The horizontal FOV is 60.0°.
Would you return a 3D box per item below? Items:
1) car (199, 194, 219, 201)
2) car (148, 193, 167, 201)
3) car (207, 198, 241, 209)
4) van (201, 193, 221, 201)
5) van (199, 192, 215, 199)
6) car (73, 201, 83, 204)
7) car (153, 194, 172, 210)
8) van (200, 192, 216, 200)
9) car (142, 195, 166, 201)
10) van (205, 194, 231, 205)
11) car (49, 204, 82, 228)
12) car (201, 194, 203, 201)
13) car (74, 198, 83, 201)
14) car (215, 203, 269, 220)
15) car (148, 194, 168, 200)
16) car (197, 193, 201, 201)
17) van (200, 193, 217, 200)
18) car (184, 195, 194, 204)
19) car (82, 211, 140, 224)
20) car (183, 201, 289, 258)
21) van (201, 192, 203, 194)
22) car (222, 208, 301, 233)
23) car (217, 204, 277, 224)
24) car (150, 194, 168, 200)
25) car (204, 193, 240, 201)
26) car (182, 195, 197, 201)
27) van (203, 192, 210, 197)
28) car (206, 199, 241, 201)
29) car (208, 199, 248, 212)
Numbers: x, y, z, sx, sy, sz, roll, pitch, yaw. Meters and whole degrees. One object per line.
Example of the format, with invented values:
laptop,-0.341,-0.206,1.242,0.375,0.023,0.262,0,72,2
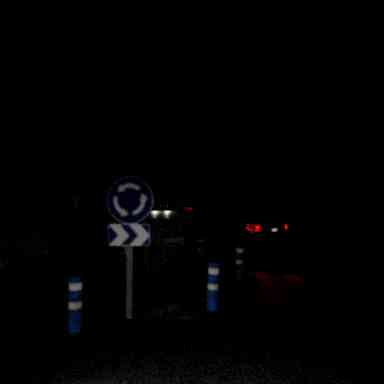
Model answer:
car,4.324,1.392,83.801,5.008,1.535,2.097,0,0,0
car,-8.782,1.267,83.856,4.553,1.767,2.185,0,0,0
car,4.553,1.611,47.923,4.792,1.488,2.163,0,1,0
van,4.476,1.192,78.386,4.442,1.987,1.878,0,0,0
van,4.152,1.114,95.013,4.442,1.987,1.878,0,0,0
car,-8.445,1.835,28.346,5.008,1.535,2.097,0,1,0
car,-4.092,1.347,45.620,2.150,2.045,5.566,0,1,0
van,4.401,1.128,92.111,4.442,1.987,1.878,0,0,0
car,-8.906,1.416,78.303,5.366,1.575,1.946,0,0,0
van,4.581,1.284,58.869,4.442,1.987,1.878,0,0,0
car,-8.464,1.902,25.571,4.792,1.488,2.163,0,1,0
car,4.485,1.522,56.100,5.008,1.535,2.097,0,0,0
car,-8.437,1.547,31.119,5.566,2.045,2.435,0,1,0
car,4.612,1.837,31.181,4.674,1.452,2.002,0,1,0
car,-8.771,1.380,86.633,5.008,1.535,2.097,0,0,0
car,4.392,1.219,67.178,5.566,2.045,2.435,0,0,0
van,4.416,1.140,89.466,4.442,1.987,1.878,0,0,0
car,-0.604,1.482,64.308,1.882,1.535,5.008,0,0,0
car,-4.245,1.952,18.980,1.837,1.490,4.892,0,0,5
car,1.696,1.576,14.559,2.150,2.045,5.566,3,-3,-30
van,4.333,1.271,61.638,4.442,1.987,1.878,0,0,0
car,4.654,1.906,22.994,5.008,1.535,2.097,0,1,0
car,4.600,1.864,28.411,4.792,1.488,2.163,0,1,0
car,-8.778,1.407,89.409,4.674,1.452,2.002,0,0,0
car,4.598,1.434,39.486,5.566,2.045,2.435,0,1,0
car,-0.496,1.559,54.160,1.837,1.490,4.892,0,0,1
van,4.386,1.312,53.312,4.442,1.987,1.878,0,0,-1
car,4.414,1.757,33.949,5.366,1.575,1.946,0,1,0
car,4.526,1.678,42.258,4.792,1.488,2.163,0,1,0
